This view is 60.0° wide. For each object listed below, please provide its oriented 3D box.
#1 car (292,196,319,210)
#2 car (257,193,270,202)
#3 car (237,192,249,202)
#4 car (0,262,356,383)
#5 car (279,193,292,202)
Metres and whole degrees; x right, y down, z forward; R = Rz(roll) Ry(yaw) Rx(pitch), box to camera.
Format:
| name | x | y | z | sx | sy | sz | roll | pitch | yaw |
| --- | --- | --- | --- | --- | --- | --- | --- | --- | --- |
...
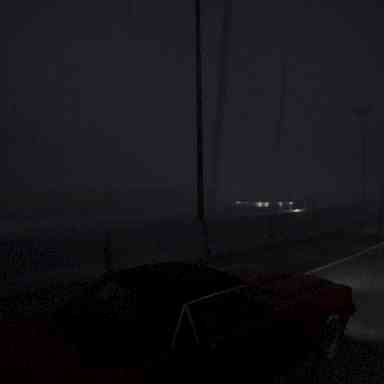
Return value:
| name | x | y | z | sx | sy | sz | roll | pitch | yaw |
| --- | --- | --- | --- | --- | --- | --- | --- | --- | --- |
| car | 12.260 | 1.097 | 35.366 | 1.994 | 1.385 | 4.181 | -1 | 1 | 26 |
| car | 11.930 | 0.861 | 55.557 | 2.128 | 1.511 | 4.902 | -1 | 0 | 11 |
| car | 8.962 | 0.736 | 58.469 | 2.097 | 1.767 | 4.553 | -1 | 1 | 8 |
| car | 0.050 | 1.568 | 4.053 | 4.718 | 1.301 | 1.895 | -1 | 1 | -38 |
| car | 15.128 | 0.863 | 53.820 | 1.812 | 1.442 | 4.674 | -1 | 0 | 12 |
